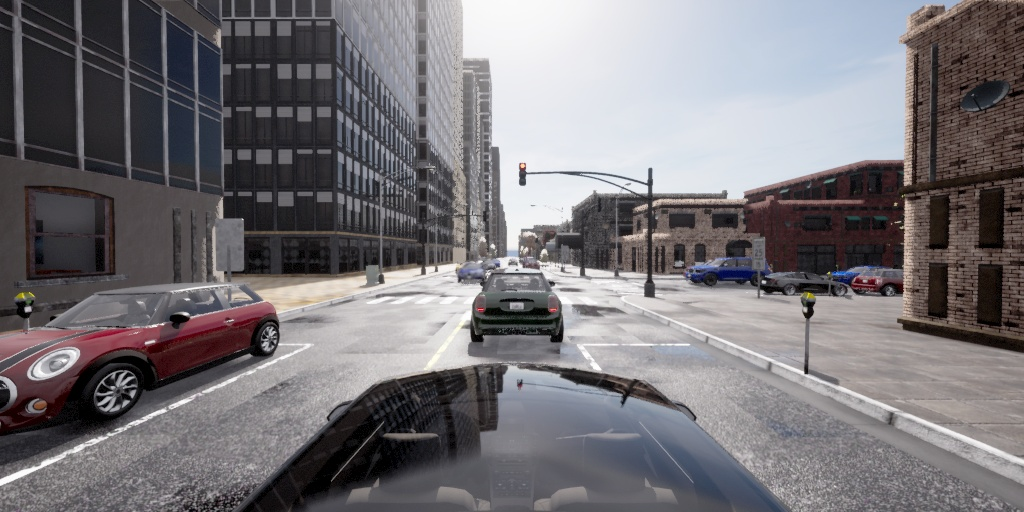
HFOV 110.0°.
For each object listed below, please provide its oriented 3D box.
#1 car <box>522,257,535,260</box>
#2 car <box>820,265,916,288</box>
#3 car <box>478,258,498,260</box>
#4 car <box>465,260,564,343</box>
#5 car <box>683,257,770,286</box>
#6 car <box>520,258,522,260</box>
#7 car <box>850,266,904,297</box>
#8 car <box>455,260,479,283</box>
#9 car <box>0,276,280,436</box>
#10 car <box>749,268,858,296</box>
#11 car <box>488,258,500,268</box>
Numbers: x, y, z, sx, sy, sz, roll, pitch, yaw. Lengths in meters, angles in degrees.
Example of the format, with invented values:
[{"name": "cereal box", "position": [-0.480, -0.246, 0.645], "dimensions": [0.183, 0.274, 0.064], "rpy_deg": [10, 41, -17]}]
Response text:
[{"name": "car", "position": [2.758, 1.179, 49.096], "dimensions": [1.967, 1.591, 4.097], "rpy_deg": [0, 0, 0]}, {"name": "car", "position": [25.733, 1.456, 26.063], "dimensions": [5.008, 1.535, 1.882], "rpy_deg": [1, 1, 1]}, {"name": "car", "position": [-3.032, 1.265, 45.825], "dimensions": [1.812, 1.442, 4.674], "rpy_deg": [0, 0, 0]}, {"name": "car", "position": [0.147, 1.100, 9.871], "dimensions": [2.097, 1.767, 4.553], "rpy_deg": [0, 0, 1]}, {"name": "car", "position": [15.765, 1.105, 26.203], "dimensions": [5.566, 2.045, 2.150], "rpy_deg": [1, 1, 1]}, {"name": "car", "position": [2.774, 1.052, 60.384], "dimensions": [2.192, 1.841, 5.009], "rpy_deg": [0, 0, 0]}, {"name": "car", "position": [21.986, 1.474, 20.336], "dimensions": [4.097, 1.591, 1.967], "rpy_deg": [0, 0, 1]}, {"name": "car", "position": [-3.063, 1.268, 27.971], "dimensions": [1.812, 1.442, 4.674], "rpy_deg": [0, 0, 0]}, {"name": "car", "position": [-5.686, 1.189, 5.572], "dimensions": [1.967, 1.591, 4.097], "rpy_deg": [0, 0, 0]}, {"name": "car", "position": [16.438, 1.547, 20.415], "dimensions": [4.313, 1.339, 1.948], "rpy_deg": [0, 0, 1]}, {"name": "car", "position": [-2.995, 1.214, 60.893], "dimensions": [1.882, 1.535, 5.008], "rpy_deg": [0, 0, 0]}]
